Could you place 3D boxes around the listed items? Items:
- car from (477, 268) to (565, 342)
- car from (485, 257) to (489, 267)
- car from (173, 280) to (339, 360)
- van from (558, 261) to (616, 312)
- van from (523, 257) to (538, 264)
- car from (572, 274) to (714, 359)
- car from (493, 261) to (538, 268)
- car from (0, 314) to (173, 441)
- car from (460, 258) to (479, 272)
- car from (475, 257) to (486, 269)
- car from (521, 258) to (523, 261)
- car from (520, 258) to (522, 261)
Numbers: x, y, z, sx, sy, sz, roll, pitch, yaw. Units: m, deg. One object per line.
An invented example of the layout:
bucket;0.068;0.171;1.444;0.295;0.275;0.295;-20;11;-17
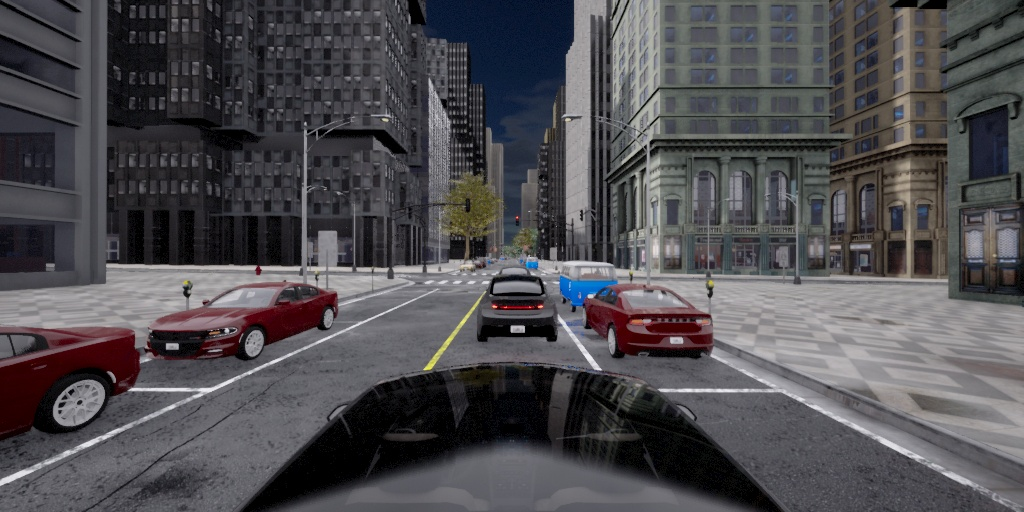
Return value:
car;0.119;1.256;9.774;1.837;1.490;4.892;0;0;0
car;-5.628;1.100;62.297;2.192;1.841;5.009;0;0;0
car;-5.765;1.296;8.335;1.888;1.381;4.507;0;0;0
van;2.803;1.093;13.823;1.690;1.789;3.998;0;0;0
van;2.874;1.116;51.807;1.690;1.789;3.998;0;0;0
car;2.790;1.296;8.298;1.888;1.381;4.507;0;0;0
car;0.134;1.231;18.950;1.882;1.535;5.008;0;0;0
car;-5.776;1.295;2.810;1.888;1.381;4.507;0;0;0
car;-5.670;1.296;46.258;1.751;1.417;4.829;0;0;0
car;-5.640;1.325;57.008;1.888;1.381;4.507;0;0;0
car;2.886;1.346;57.220;1.948;1.339;4.313;0;0;0
car;2.897;1.331;62.633;1.888;1.381;4.507;0;0;0
